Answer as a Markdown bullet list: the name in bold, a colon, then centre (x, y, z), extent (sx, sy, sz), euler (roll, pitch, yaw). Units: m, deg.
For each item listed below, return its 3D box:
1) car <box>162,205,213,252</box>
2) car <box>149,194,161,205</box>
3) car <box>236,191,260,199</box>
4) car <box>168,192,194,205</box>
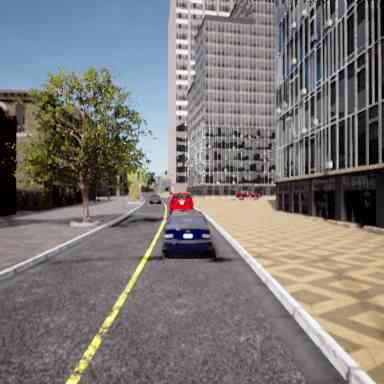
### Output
- **car**: centre (-0.187, 1.453, 13.274), extent (2.033, 1.411, 5.357), euler (0, 0, -1)
- **car**: centre (-5.704, 1.098, 51.609), extent (1.882, 1.535, 5.008), euler (0, 0, -6)
- **car**: centre (11.590, 0.703, 68.741), extent (5.009, 1.841, 2.192), euler (0, -1, 13)
- **car**: centre (-1.020, 1.000, 31.032), extent (2.150, 2.045, 5.566), euler (0, 1, -3)
